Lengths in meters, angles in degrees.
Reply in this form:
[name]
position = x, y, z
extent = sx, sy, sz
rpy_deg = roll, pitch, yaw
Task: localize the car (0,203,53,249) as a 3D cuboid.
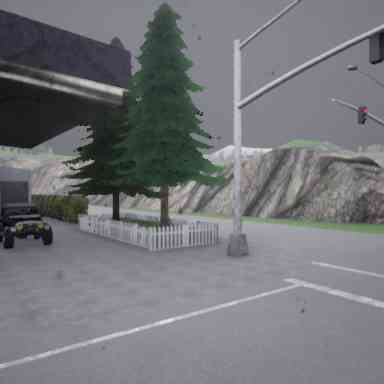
[car]
position = -8.030, 1.498, 15.815
extent = 1.905, 1.878, 3.866
rpy_deg = 0, 0, -37
